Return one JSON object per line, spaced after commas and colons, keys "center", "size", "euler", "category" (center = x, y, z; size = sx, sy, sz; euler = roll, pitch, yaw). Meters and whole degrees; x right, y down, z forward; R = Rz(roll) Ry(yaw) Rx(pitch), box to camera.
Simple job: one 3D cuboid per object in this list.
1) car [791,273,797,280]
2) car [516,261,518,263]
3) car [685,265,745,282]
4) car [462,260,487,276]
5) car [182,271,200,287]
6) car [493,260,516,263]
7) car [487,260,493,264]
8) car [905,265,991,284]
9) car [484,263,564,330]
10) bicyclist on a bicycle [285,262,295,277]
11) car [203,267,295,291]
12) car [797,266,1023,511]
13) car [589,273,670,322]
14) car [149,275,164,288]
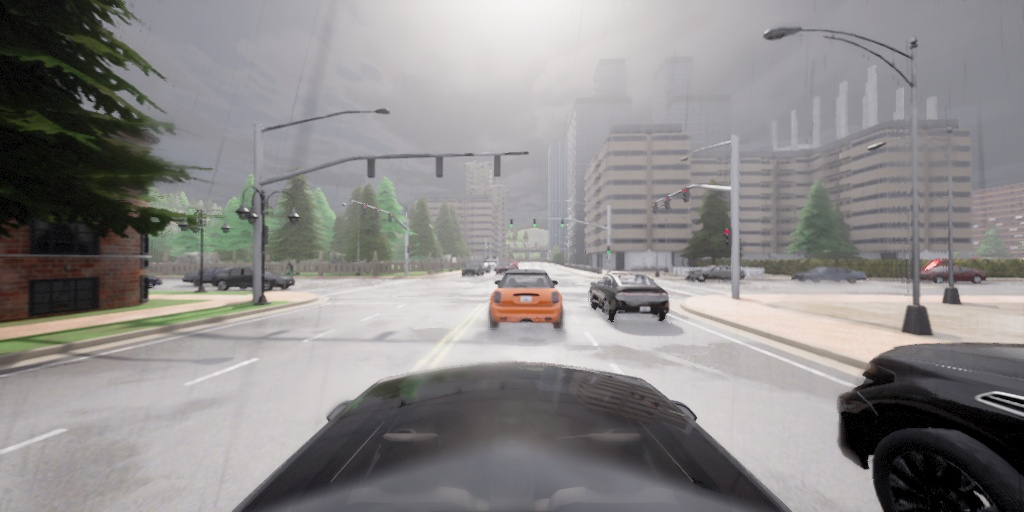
{"center": [28.114, 1.665, 31.850], "size": [5.357, 1.411, 2.033], "euler": [0, -1, 3], "category": "car"}
{"center": [-0.548, 1.927, 57.305], "size": [1.994, 1.385, 4.181], "euler": [0, -1, 4], "category": "car"}
{"center": [18.253, 1.602, 32.334], "size": [4.902, 1.511, 2.128], "euler": [0, -1, 3], "category": "car"}
{"center": [-4.793, 1.568, 44.439], "size": [2.097, 1.767, 4.553], "euler": [0, -1, 5], "category": "car"}
{"center": [-21.713, 1.551, 27.087], "size": [5.357, 1.411, 2.033], "euler": [0, -1, 3], "category": "car"}
{"center": [-0.995, 1.620, 48.699], "size": [2.097, 1.767, 4.553], "euler": [0, -1, 3], "category": "car"}
{"center": [-4.263, 1.807, 53.371], "size": [2.128, 1.511, 4.902], "euler": [0, -1, 3], "category": "car"}
{"center": [38.031, 1.602, 31.357], "size": [5.008, 1.535, 1.882], "euler": [0, -1, 3], "category": "car"}
{"center": [0.468, 1.214, 11.810], "size": [2.097, 1.767, 4.553], "euler": [0, -1, 2], "category": "car"}
{"center": [-23.653, 1.424, 38.176], "size": [0.582, 1.620, 1.656], "euler": [0, 0, 3], "category": "bicyclist on a bicycle"}
{"center": [-16.752, 1.473, 23.338], "size": [4.892, 1.490, 1.837], "euler": [0, -1, 3], "category": "car"}
{"center": [3.707, 0.965, 0.460], "size": [2.150, 2.045, 5.566], "euler": [0, 0, -1], "category": "car"}
{"center": [4.015, 1.371, 12.963], "size": [2.128, 1.511, 4.902], "euler": [0, -1, 2], "category": "car"}
{"center": [-26.476, 1.509, 23.827], "size": [5.357, 1.411, 2.033], "euler": [0, -1, 3], "category": "car"}
